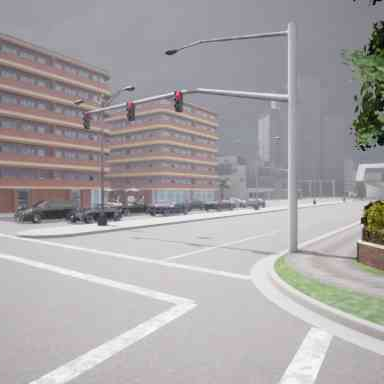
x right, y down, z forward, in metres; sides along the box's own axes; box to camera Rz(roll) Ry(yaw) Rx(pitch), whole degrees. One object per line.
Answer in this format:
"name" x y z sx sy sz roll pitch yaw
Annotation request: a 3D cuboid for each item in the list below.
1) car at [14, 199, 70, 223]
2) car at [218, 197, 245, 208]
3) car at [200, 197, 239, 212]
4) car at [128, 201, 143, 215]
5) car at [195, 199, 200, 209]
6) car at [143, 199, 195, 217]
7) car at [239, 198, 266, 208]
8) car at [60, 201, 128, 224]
"car" -11.103 1.352 25.576 2.097 1.767 4.553 0 0 36
"car" 5.835 1.526 48.783 1.812 1.442 4.674 0 0 36
"car" 3.308 1.601 39.407 1.895 1.301 4.718 0 0 36
"car" -5.835 1.601 32.808 1.895 1.301 4.718 0 0 36
"car" -0.196 1.547 40.545 2.033 1.411 5.357 0 0 36
"car" -2.087 1.601 32.000 1.895 1.301 4.718 0 0 36
"car" 8.846 1.526 46.970 1.812 1.442 4.674 0 0 36
"car" -7.245 1.564 24.920 1.994 1.385 4.181 0 0 36
